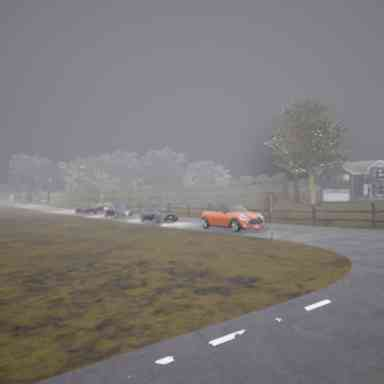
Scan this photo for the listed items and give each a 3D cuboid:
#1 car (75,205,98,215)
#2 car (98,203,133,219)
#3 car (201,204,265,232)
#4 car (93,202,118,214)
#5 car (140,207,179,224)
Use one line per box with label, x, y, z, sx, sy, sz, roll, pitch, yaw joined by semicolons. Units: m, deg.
car;-14.653;2.450;45.972;1.895;1.301;4.718;-2;0;-35
car;-8.253;2.123;36.965;2.128;1.511;4.902;-2;0;-36
car;2.588;1.556;21.799;2.097;1.767;4.553;-2;-1;-36
car;-12.544;2.273;48.006;1.882;1.535;5.008;-2;0;-36
car;-2.947;1.998;29.544;1.994;1.385;4.181;-2;0;-36
